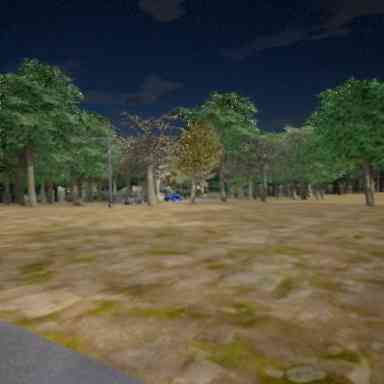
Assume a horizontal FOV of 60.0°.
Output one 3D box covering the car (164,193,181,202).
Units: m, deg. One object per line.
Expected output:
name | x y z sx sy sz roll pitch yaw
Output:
car | -4.362 1.175 75.031 2.150 2.045 5.566 -2 -1 21

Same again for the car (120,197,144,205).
car | -10.649 1.673 61.515 1.994 1.385 4.181 -3 -1 28

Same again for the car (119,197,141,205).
car | -12.130 1.747 65.276 1.812 1.442 4.674 -3 -1 28
